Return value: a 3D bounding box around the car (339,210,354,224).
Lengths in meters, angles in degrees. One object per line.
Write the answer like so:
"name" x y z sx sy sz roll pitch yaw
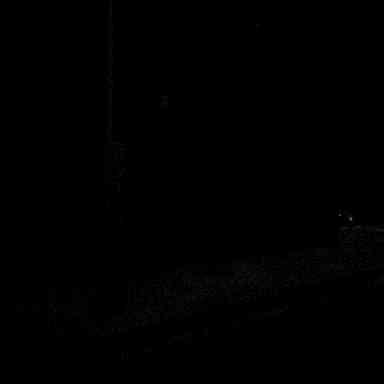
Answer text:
"car" 9.700 1.589 25.190 2.128 1.511 4.902 1 1 -34
